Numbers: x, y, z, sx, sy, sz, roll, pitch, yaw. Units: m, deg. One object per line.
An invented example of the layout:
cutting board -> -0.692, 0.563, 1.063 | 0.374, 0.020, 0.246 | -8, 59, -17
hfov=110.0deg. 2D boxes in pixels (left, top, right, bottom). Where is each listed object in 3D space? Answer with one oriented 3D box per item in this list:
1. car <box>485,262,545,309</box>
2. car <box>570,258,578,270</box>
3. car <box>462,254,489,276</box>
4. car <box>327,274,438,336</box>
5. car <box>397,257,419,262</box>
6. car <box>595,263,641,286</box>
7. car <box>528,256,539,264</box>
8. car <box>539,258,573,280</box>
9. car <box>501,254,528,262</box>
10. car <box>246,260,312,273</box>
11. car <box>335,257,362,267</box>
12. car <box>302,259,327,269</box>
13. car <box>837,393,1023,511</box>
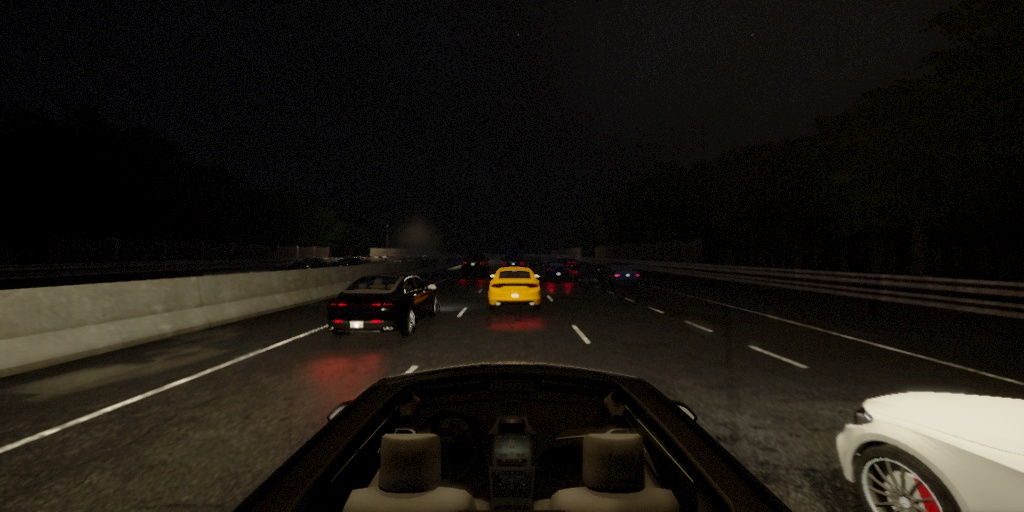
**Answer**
car -> 0.103, 1.196, 14.777 | 1.882, 1.535, 5.008 | 0, 0, 0
car -> 7.110, 0.957, 45.121 | 1.837, 1.490, 4.892 | 0, -1, 0
car -> -3.393, 0.792, 33.768 | 2.150, 2.045, 5.566 | 0, 1, 0
car -> -3.397, 1.241, 10.260 | 1.837, 1.490, 4.892 | 0, 0, 0
car -> -14.077, 1.033, 47.124 | 1.895, 1.301, 4.718 | 0, 1, 0
car -> 7.078, 1.203, 24.380 | 2.033, 1.411, 5.357 | 0, 1, 0
car -> 3.513, 0.934, 52.529 | 1.994, 1.385, 4.181 | 0, 1, 0
car -> 3.506, 1.139, 29.323 | 1.812, 1.442, 4.674 | 0, 1, 0
car -> 0.107, 0.789, 34.146 | 2.150, 2.045, 5.566 | 0, 1, 0
car -> -17.593, 1.232, 27.052 | 1.895, 1.301, 4.718 | 0, 1, 0
car -> -21.068, 0.946, 46.429 | 1.837, 1.490, 4.892 | 0, 0, 0
car -> -24.574, 1.020, 43.478 | 2.033, 1.411, 5.357 | 0, 1, 0
car -> 3.502, 1.276, 0.859 | 1.812, 1.442, 4.674 | 0, 0, 0
